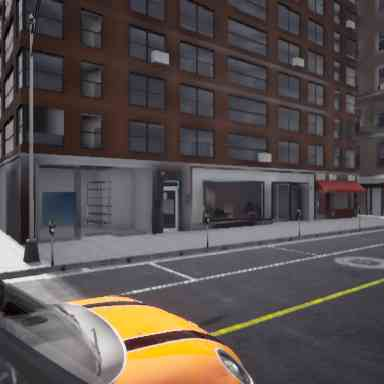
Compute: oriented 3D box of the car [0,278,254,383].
[{"bbox_3d":[-1.657,1.347,2.098,4.553,1.767,2.097,0,0,-35],"label":"car"}]
